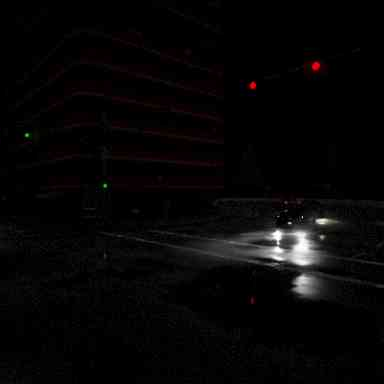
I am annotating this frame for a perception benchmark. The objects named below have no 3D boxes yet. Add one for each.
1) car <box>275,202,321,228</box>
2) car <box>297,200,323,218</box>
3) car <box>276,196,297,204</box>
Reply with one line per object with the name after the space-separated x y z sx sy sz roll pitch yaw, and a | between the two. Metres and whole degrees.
7.034 1.586 22.158 1.895 1.301 4.718 0 0 30 | car
10.913 1.469 30.646 1.882 1.535 5.008 0 0 17 | car
12.627 1.377 43.835 2.097 1.767 4.553 0 0 -2 | car
